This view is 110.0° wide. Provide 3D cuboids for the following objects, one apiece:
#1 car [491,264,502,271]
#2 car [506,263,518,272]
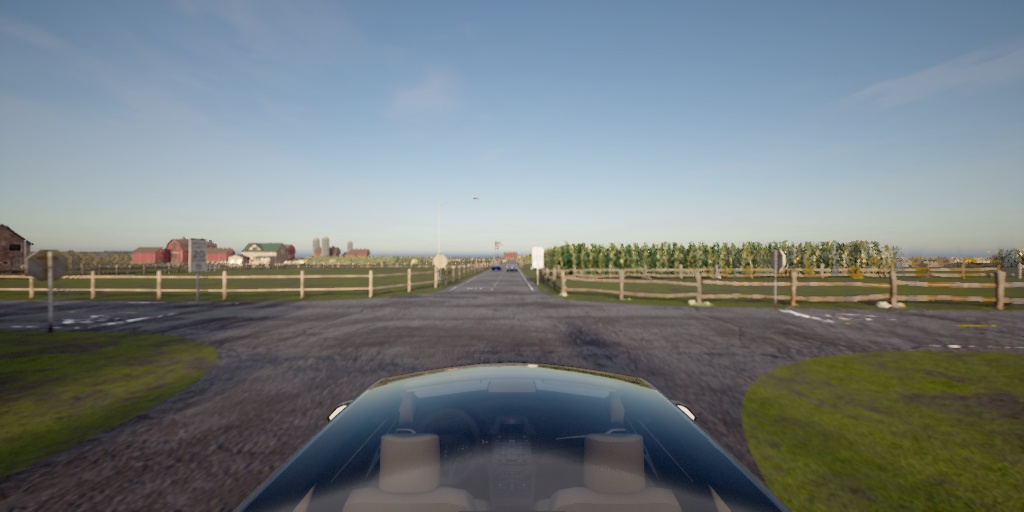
[{"bbox_3d":[-2.719,2.053,63.936,1.895,1.301,4.718,0,-1,0],"label":"car"},{"bbox_3d":[0.029,1.947,58.961,2.033,1.411,5.357,0,-1,0],"label":"car"}]
